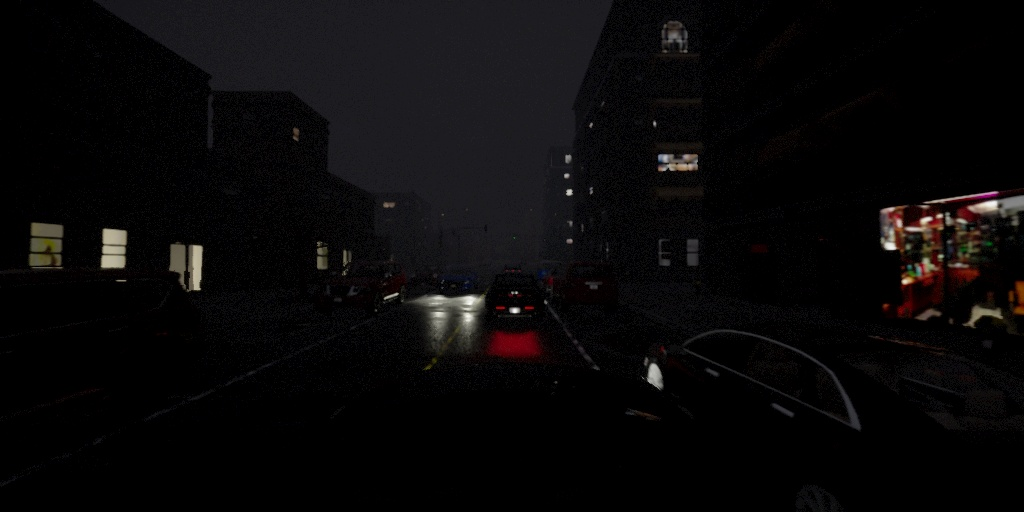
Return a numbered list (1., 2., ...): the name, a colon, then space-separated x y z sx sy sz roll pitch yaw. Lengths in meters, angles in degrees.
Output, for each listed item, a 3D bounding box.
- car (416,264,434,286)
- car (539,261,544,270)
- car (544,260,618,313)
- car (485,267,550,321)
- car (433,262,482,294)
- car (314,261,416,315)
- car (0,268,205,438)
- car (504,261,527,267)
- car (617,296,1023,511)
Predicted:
1. car: -5.704 1.304 25.036 1.967 1.591 4.097 0 0 0
2. car: 2.680 1.276 19.627 1.967 1.591 4.097 0 0 0
3. car: 2.684 1.125 14.220 2.192 1.841 5.009 0 0 0
4. car: 0.087 1.309 12.701 1.837 1.490 4.892 0 0 0
5. car: -3.110 1.324 21.492 1.882 1.535 5.008 0 0 0
6. car: -5.697 1.126 14.222 2.192 1.841 5.009 0 0 0
7. car: -5.689 1.074 3.407 2.192 1.841 5.009 0 0 0
8. car: 0.077 1.377 29.818 2.128 1.511 4.902 0 0 0
9. car: 2.692 1.309 3.406 2.007 1.370 4.403 0 0 0
